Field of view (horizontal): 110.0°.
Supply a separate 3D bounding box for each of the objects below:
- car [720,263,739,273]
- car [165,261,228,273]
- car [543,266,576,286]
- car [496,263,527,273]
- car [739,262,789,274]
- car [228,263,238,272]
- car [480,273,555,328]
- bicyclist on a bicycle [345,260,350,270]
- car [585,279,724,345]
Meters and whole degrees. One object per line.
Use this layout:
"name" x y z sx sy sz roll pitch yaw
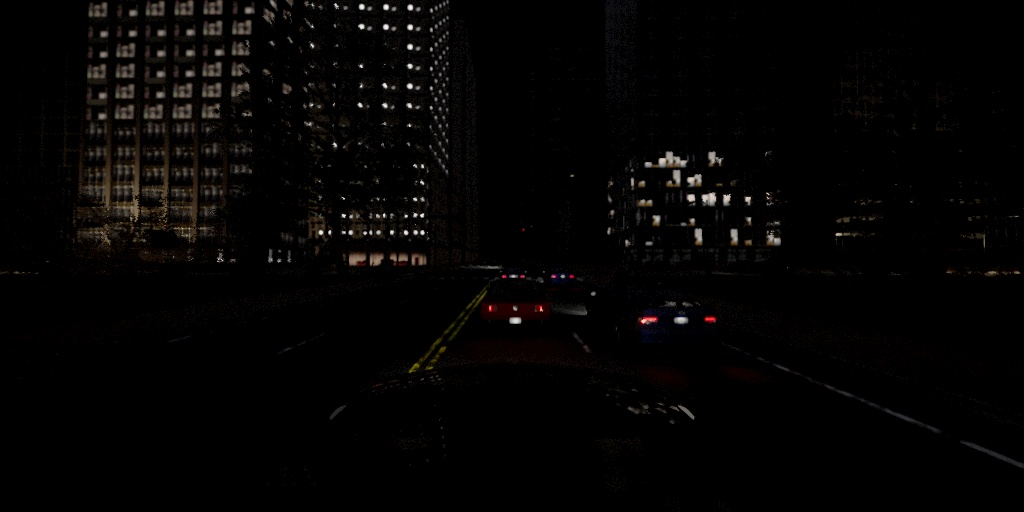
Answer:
"car" 31.284 1.597 48.638 5.357 1.411 2.033 0 -1 2
"car" -36.162 1.286 41.160 4.902 1.511 2.128 0 -1 2
"car" 3.350 1.399 26.059 2.033 1.411 5.357 0 0 0
"car" 0.099 1.399 26.083 2.033 1.411 5.357 0 0 0
"car" 32.127 1.483 45.363 4.902 1.511 2.128 0 -1 2
"car" -36.113 1.416 44.411 4.181 1.385 1.994 0 -1 2
"car" 0.096 1.394 11.524 1.895 1.301 4.718 0 0 0
"bicyclist on a bicycle" -25.159 1.366 54.938 0.582 1.620 1.656 0 -1 2
"car" 3.345 1.332 9.600 2.033 1.411 5.357 0 0 0
